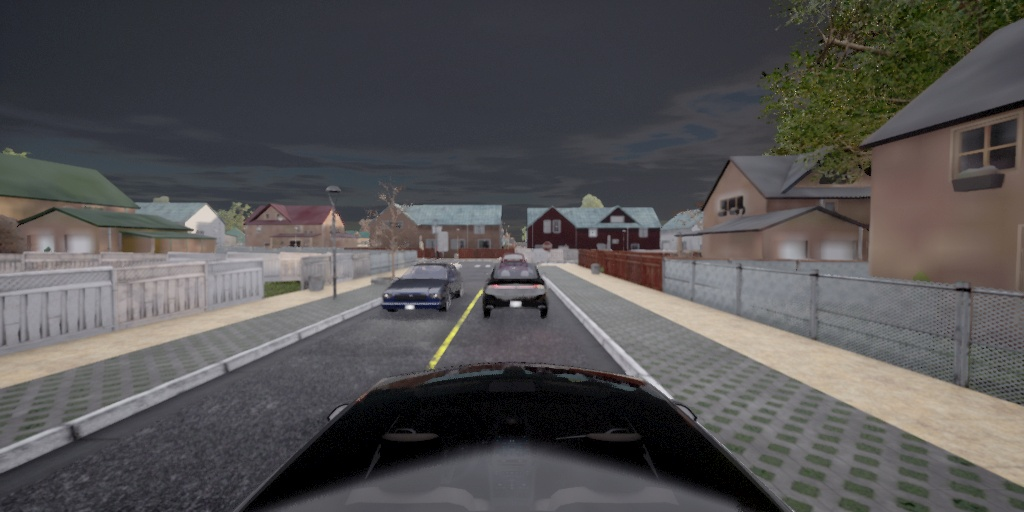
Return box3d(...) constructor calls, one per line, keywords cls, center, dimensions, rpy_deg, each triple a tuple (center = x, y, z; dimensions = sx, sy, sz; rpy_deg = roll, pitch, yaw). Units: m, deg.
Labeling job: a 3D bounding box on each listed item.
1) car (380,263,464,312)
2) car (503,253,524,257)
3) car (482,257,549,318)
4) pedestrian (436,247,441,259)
box3d(cls="car", center=(-2.845, 0.964, 12.637), dimensions=(2.033, 1.411, 5.357), rpy_deg=(0, 2, 0))
box3d(cls="car", center=(0.102, 0.508, 25.318), dimensions=(1.882, 1.535, 5.008), rpy_deg=(0, 2, 0))
box3d(cls="car", center=(0.100, 0.941, 11.515), dimensions=(2.128, 1.511, 4.902), rpy_deg=(0, 2, 0))
box3d(cls="pedestrian", center=(-9.345, -0.529, 45.399), dimensions=(0.375, 1.860, 0.375), rpy_deg=(0, 1, 1))
